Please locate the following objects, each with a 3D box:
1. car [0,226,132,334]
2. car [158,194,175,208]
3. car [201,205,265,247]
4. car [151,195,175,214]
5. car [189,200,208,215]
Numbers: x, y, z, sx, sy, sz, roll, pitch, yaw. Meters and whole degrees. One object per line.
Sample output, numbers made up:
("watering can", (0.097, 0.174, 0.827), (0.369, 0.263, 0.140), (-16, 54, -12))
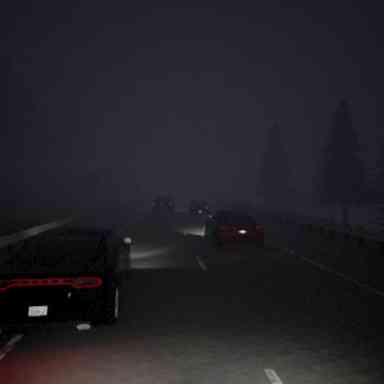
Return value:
("car", (-2.362, 1.451, 6.972), (1.882, 1.535, 5.008), (0, 0, -6))
("car", (-3.376, 1.170, 44.849), (2.097, 1.767, 4.553), (0, 0, -1))
("car", (1.759, 1.499, 14.799), (1.994, 1.385, 4.181), (0, 0, -5))
("car", (-2.958, 1.213, 34.000), (2.097, 1.767, 4.553), (0, 0, -2))
("car", (0.635, 1.464, 32.450), (1.895, 1.301, 4.718), (0, 0, -2))
